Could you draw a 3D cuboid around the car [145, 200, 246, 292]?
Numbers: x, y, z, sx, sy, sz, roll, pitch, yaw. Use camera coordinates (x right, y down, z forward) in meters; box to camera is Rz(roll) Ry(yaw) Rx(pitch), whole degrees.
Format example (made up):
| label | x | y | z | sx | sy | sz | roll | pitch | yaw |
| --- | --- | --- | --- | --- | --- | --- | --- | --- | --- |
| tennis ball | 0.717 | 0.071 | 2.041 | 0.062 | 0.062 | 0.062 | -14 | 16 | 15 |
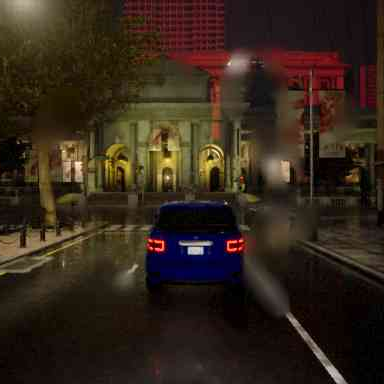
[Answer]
| label | x | y | z | sx | sy | sz | roll | pitch | yaw |
| --- | --- | --- | --- | --- | --- | --- | --- | --- | --- |
| car | 0.100 | 1.221 | 9.089 | 2.150 | 2.045 | 5.566 | 0 | 0 | 1 |
